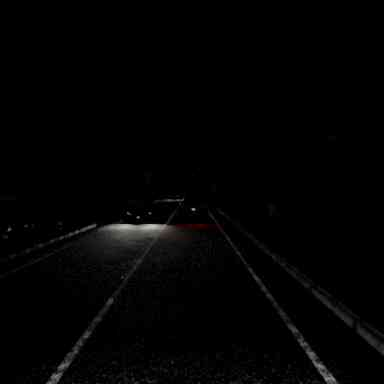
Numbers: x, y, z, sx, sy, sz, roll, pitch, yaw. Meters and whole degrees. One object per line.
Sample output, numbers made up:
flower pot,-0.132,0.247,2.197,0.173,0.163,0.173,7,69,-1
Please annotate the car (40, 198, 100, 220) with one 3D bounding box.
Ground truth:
car,-8.993,1.324,22.211,4.792,1.488,2.163,0,1,0

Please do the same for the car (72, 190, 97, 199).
car,-22.149,0.478,68.694,4.553,1.767,2.185,0,1,0

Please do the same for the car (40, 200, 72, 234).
car,-8.961,1.354,16.600,4.892,1.521,2.231,0,1,0

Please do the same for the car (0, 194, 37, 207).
car,-22.079,1.023,40.944,4.892,1.521,2.231,0,1,0

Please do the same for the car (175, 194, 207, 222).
car,0.094,1.184,24.168,2.033,1.649,4.856,0,1,0

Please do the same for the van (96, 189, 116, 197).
van,-22.026,0.136,85.342,4.442,1.987,1.878,0,1,0

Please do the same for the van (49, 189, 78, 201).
van,-22.216,0.544,57.591,4.442,1.987,1.878,0,1,0

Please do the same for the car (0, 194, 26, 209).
car,-22.074,1.064,38.168,5.008,1.535,2.097,0,1,0

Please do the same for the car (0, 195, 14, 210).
car,-22.069,1.106,35.393,5.008,1.535,2.097,0,1,0

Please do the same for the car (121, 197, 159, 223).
car,-3.354,1.292,23.093,1.812,1.442,4.674,0,1,0

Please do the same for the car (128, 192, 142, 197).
car,-8.805,1.047,39.031,5.366,1.575,1.946,0,1,0

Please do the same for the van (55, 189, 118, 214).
van,-8.856,0.993,27.812,4.442,1.987,1.878,0,1,0

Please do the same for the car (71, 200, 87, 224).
car,-8.957,1.365,19.404,4.674,1.452,2.002,0,1,0

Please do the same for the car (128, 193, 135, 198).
car,-8.989,1.133,36.229,4.674,1.452,2.002,0,1,0

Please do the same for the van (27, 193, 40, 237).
van,-9.067,1.154,13.790,4.442,1.987,1.878,0,1,0

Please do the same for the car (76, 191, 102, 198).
car,-22.128,0.563,71.472,5.008,1.535,2.097,0,1,0

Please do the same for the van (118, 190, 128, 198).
van,-9.098,0.909,33.421,4.442,1.987,1.878,0,1,0

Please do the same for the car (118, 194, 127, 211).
car,-8.972,1.178,30.622,5.008,1.535,2.097,0,1,0

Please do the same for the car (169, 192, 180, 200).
car,-3.293,0.655,63.494,1.882,1.535,5.008,0,1,1

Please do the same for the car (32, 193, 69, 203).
car,-22.062,0.883,52.045,4.792,1.488,2.163,0,1,0

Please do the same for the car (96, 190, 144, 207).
car,-8.967,0.756,41.830,5.566,2.045,2.435,0,1,0

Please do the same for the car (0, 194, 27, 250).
car,-8.918,1.149,10.990,5.566,2.045,2.435,0,0,0

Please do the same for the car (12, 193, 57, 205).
car,-21.896,0.935,46.494,5.366,1.575,1.946,0,1,0

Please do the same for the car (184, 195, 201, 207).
car,0.089,1.087,41.711,1.994,1.385,4.181,0,1,0

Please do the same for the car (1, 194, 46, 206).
car,-22.107,1.010,43.719,4.792,1.488,2.163,0,1,0

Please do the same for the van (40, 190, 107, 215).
van,-9.085,1.031,25.010,4.442,1.987,1.878,0,1,0
